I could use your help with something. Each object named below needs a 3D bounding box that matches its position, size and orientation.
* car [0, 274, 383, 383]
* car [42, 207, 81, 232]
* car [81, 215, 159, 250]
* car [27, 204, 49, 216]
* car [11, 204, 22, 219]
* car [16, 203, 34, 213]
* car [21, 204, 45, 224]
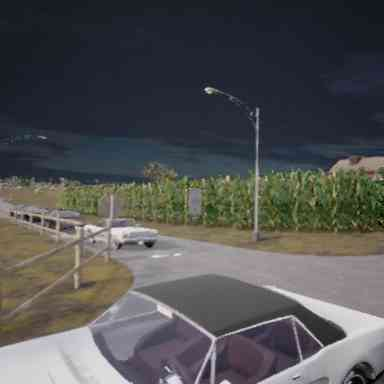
[{"bbox_3d":[-0.132,1.602,3.007,4.718,1.301,1.895,0,0,-36],"label":"car"},{"bbox_3d":[-8.967,2.023,23.728,1.837,1.490,4.892,3,-3,-36],"label":"car"},{"bbox_3d":[-3.510,1.925,16.135,1.895,1.301,4.718,3,-3,-37],"label":"car"},{"bbox_3d":[-21.505,2.501,46.391,1.882,1.535,5.008,3,-2,-36],"label":"car"},{"bbox_3d":[-20.189,2.350,39.531,2.128,1.511,4.902,3,-2,-35],"label":"car"},{"bbox_3d":[-27.466,2.588,54.756,1.994,1.385,4.181,3,-1,-35],"label":"car"},{"bbox_3d":[-14.466,2.184,31.449,1.882,1.535,5.008,3,-3,-35],"label":"car"}]
